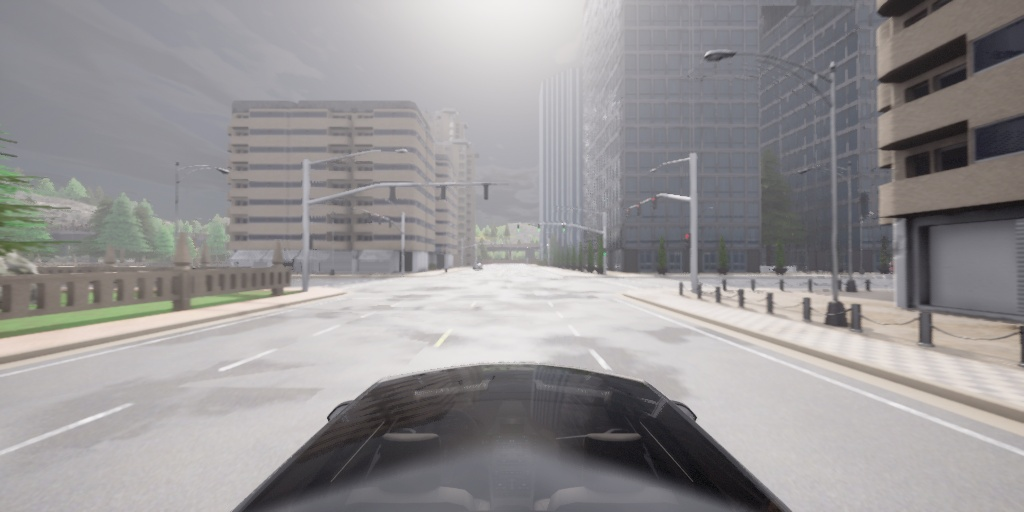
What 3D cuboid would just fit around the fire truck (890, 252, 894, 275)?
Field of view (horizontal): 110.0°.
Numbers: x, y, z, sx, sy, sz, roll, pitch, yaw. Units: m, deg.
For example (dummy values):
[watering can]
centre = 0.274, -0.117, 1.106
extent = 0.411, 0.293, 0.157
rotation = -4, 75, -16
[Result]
[fire truck]
centre = 44.023, 0.481, 36.485
extent = 8.468, 3.827, 2.891
rotation = 0, -1, 0
